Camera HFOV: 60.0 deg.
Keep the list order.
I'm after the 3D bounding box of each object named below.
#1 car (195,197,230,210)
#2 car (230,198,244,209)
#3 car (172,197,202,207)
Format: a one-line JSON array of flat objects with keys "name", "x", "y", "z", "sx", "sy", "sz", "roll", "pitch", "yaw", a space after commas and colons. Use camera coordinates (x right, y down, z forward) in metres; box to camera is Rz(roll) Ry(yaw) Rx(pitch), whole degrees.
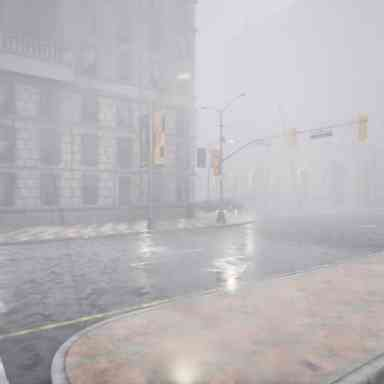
[{"name": "car", "x": 2.298, "y": 1.564, "z": 42.232, "sx": 1.994, "sy": 1.385, "sz": 4.181, "roll": 0, "pitch": 0, "yaw": -36}, {"name": "car", "x": 4.859, "y": 1.504, "z": 44.665, "sx": 1.837, "sy": 1.490, "sz": 4.892, "roll": 0, "pitch": 0, "yaw": -36}, {"name": "car", "x": -0.828, "y": 1.547, "z": 52.610, "sx": 2.033, "sy": 1.411, "sz": 5.357, "roll": 0, "pitch": 0, "yaw": -35}]
